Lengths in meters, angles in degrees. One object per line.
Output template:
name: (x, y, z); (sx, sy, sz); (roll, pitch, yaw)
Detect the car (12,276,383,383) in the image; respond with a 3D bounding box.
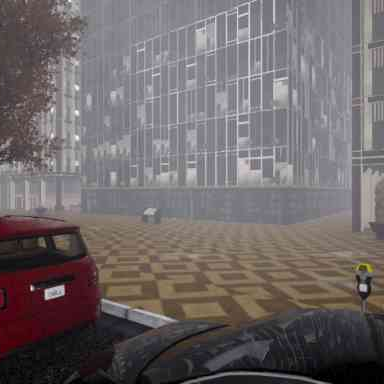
car: (0.865, 1.566, 2.260); (4.313, 1.339, 1.947); (0, 0, 36)

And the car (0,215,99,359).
car: (-3.627, 1.315, 5.473); (5.009, 1.841, 2.192); (0, 0, 36)
